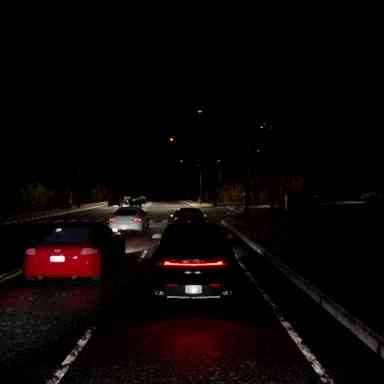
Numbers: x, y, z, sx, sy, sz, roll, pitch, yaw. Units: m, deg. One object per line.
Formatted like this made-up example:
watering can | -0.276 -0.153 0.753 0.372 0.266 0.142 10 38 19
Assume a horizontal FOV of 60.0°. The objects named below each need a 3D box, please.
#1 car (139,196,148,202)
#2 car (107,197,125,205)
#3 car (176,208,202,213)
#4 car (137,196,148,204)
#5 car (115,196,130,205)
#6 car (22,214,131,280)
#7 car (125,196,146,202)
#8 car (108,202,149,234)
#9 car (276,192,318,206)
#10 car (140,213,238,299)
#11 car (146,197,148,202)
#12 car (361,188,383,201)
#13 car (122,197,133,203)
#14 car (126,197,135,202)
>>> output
car | -11.786 1.730 81.177 2.128 1.511 4.902 0 0 -7
car | -12.121 1.615 52.876 1.812 1.442 4.674 0 0 -5
car | -0.177 1.561 17.835 2.033 1.411 5.357 0 0 -2
car | -10.548 1.683 71.037 2.128 1.511 4.902 0 0 -6
car | -12.921 1.614 61.965 2.128 1.511 4.902 0 0 -5
car | -3.258 1.569 9.960 1.994 1.385 4.181 0 0 -1
car | -8.805 1.578 52.211 2.128 1.511 4.902 0 0 -5
car | -3.476 1.540 18.705 1.812 1.442 4.674 0 0 -3
car | 12.067 0.745 38.303 4.674 1.442 1.812 -3 0 -2
car | 0.014 1.509 8.428 1.837 1.490 4.892 0 0 0
car | -9.581 1.683 61.064 1.994 1.385 4.181 0 0 -5
car | 22.137 0.286 38.759 4.674 1.442 1.812 -3 0 -3
car | -13.893 1.713 71.692 1.994 1.385 4.181 0 0 -7
car | -15.161 1.805 81.937 1.895 1.301 4.718 0 0 -7
